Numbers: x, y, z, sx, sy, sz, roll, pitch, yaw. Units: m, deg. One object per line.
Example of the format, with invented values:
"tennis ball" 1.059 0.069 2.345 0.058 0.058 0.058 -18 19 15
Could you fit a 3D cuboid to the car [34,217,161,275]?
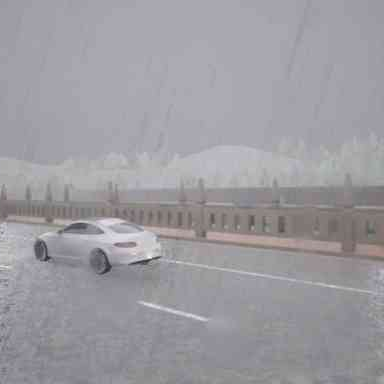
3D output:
"car" -3.051 1.526 10.467 4.674 1.442 1.812 0 0 36
